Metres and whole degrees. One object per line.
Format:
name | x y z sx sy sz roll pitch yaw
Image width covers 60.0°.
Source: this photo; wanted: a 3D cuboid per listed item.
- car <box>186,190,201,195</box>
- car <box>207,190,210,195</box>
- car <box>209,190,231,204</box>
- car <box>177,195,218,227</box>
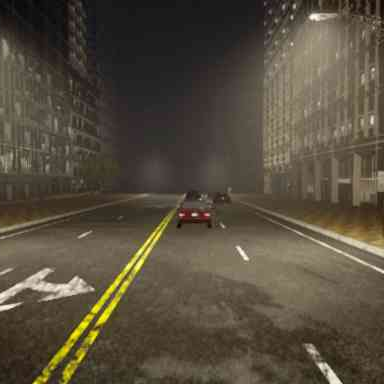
car | 0.170 0.463 42.443 1.882 1.535 5.008 0 1 0
car | 3.430 0.328 52.287 1.895 1.301 4.718 0 1 0
car | 3.416 0.624 38.715 1.994 1.385 4.181 0 1 0
car | 0.127 1.108 18.882 2.033 1.411 5.357 0 1 0
